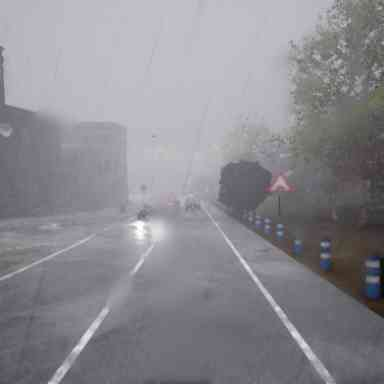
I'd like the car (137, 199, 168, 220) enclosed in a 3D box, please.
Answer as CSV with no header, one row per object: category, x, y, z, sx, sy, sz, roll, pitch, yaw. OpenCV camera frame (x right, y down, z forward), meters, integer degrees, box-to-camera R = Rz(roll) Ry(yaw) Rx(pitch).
car,-3.338,1.540,27.548,1.895,1.301,4.718,0,0,0

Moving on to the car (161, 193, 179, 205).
car,-3.296,1.114,49.593,2.150,2.045,5.566,0,0,1

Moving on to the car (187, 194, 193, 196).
car,-0.404,1.230,67.617,1.812,1.442,4.674,0,2,-5

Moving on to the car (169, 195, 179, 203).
car,-3.558,1.363,66.706,1.895,1.301,4.718,0,1,-3

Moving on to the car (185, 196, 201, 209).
car,0.128,1.505,43.047,1.895,1.301,4.718,0,0,0
